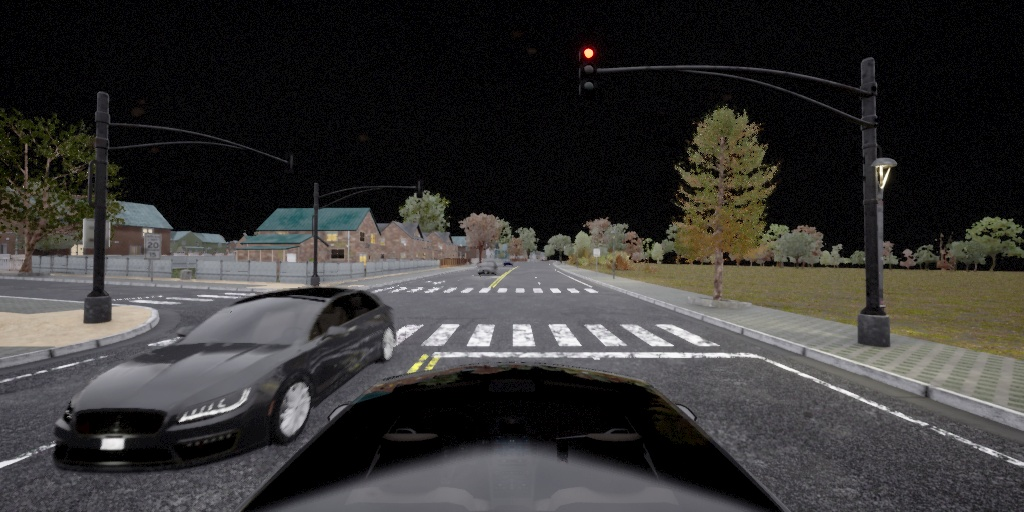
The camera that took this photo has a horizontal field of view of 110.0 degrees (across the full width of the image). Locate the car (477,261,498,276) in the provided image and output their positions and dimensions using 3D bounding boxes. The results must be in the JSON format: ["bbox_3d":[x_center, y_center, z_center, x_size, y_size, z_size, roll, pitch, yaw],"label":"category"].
[{"bbox_3d":[-2.464,1.340,37.586,1.837,1.490,4.892,0,0,2],"label":"car"}]

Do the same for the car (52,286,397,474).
[{"bbox_3d":[-3.226,1.276,5.339,1.837,1.490,4.892,0,0,0],"label":"car"}]
